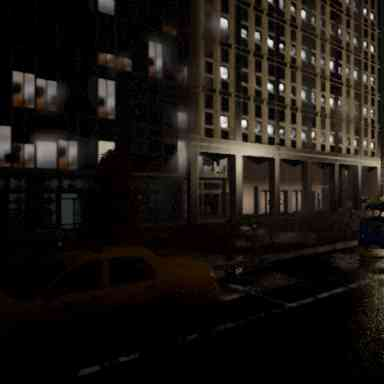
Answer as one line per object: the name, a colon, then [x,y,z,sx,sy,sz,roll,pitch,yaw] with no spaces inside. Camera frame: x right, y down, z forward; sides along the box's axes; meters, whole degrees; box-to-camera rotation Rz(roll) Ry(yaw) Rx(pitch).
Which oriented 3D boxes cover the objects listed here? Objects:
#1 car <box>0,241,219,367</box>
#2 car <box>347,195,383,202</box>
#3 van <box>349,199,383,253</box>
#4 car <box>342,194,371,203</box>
car: [-1.792,1.516,5.277,4.829,1.417,1.752,0,1,-36]
car: [24.778,1.112,48.467,2.008,1.369,4.403,0,0,-35]
van: [7.614,1.257,11.987,3.998,1.788,1.690,0,1,-36]
car: [28.529,1.109,57.784,1.802,1.307,4.206,0,0,-35]
